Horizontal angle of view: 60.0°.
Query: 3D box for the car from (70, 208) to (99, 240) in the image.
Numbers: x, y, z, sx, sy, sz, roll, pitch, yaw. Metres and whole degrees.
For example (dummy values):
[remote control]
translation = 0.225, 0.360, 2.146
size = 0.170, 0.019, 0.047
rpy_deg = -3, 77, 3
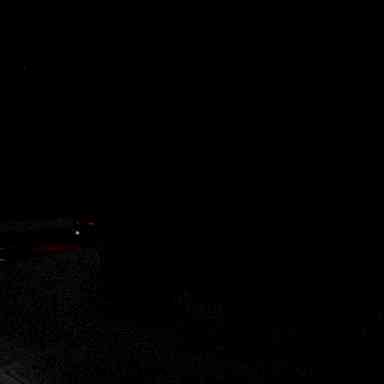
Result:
[car]
translation = -3.429, 1.469, 16.004
size = 1.837, 1.490, 4.892
rpy_deg = 1, 0, 35
